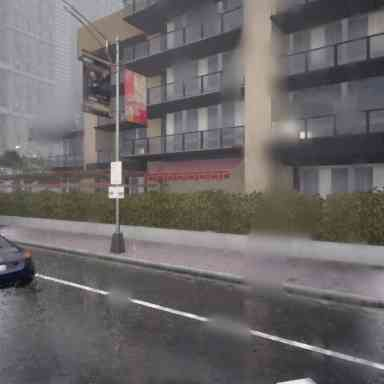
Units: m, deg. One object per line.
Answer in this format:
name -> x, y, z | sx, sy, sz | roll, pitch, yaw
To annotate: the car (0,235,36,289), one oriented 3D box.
car -> -5.676, 1.564, 8.060 | 4.181, 1.385, 1.994 | 0, 0, 35
